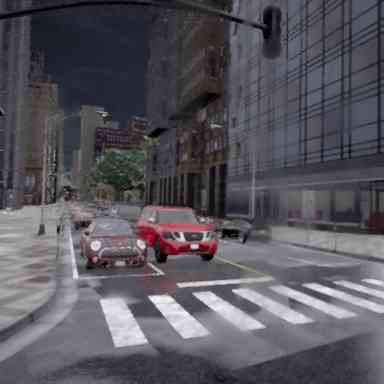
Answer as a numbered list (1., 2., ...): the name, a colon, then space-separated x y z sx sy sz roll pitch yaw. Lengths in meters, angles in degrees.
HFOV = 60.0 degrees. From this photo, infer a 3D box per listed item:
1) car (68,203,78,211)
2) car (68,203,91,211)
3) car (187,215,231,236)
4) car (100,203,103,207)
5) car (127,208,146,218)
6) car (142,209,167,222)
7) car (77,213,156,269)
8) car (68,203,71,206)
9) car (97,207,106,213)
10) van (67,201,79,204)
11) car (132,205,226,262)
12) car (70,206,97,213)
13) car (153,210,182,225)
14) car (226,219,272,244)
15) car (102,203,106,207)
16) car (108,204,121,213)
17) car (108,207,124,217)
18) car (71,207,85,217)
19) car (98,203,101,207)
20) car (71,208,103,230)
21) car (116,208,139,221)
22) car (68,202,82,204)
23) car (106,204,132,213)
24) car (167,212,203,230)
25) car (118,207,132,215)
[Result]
1. car: -30.042 3.680 83.870 2.192 1.841 5.009 2 -2 -21
2. car: -14.534 2.624 42.812 1.967 1.590 4.097 2 -2 -21
3. car: 1.193 2.460 25.281 1.802 1.307 4.206 2 -2 -21
4. car: -22.129 4.192 87.011 1.752 1.417 4.829 2 -2 -21
5. car: -8.500 3.181 50.936 2.008 1.369 4.403 2 -2 -21
6. car: -4.622 2.882 40.674 2.008 1.369 4.403 2 -2 -21
7. car: -2.912 1.720 12.052 1.967 1.590 4.097 2 -2 -22
8. car: -20.293 3.149 58.046 1.752 1.417 4.829 2 -2 -21
9. car: -8.369 2.540 34.037 2.033 1.411 5.357 2 -2 -21
10. van: -26.165 3.412 73.606 1.690 1.788 3.998 2 -2 -21
11. car: -0.863 1.630 14.185 2.150 2.045 5.566 2 -2 -21
12. car: -10.598 2.404 32.386 1.752 1.417 4.829 2 -2 -21
13. car: -2.743 2.710 35.703 1.752 1.417 4.829 2 -2 -21
14. car: 3.132 2.293 20.151 1.947 1.339 4.313 2 -2 -21
15. car: -20.125 3.830 81.730 2.192 1.841 5.009 2 -2 -21
16. car: -16.522 3.553 71.127 2.097 1.767 4.553 2 -2 -21
17. car: -12.069 3.135 52.574 1.812 1.442 4.674 2 -2 -21
18. car: -16.476 2.915 47.939 1.802 1.307 4.206 2 -2 -21
19. car: -24.002 4.124 91.991 2.192 1.841 5.009 2 -2 -21
20. car: -8.720 2.277 27.413 1.887 1.381 4.507 2 -2 -21
21. car: -8.353 2.820 42.862 2.128 1.511 4.902 2 -2 -20
22. car: -22.290 3.216 63.339 1.967 1.590 4.097 2 -2 -21
23. car: -4.604 1.920 24.074 2.150 2.045 5.566 2 -2 -21
24. car: -0.746 2.595 30.412 1.947 1.339 4.313 2 -2 -21
25. car: -12.377 3.491 61.197 1.947 1.339 4.313 2 -2 -21
